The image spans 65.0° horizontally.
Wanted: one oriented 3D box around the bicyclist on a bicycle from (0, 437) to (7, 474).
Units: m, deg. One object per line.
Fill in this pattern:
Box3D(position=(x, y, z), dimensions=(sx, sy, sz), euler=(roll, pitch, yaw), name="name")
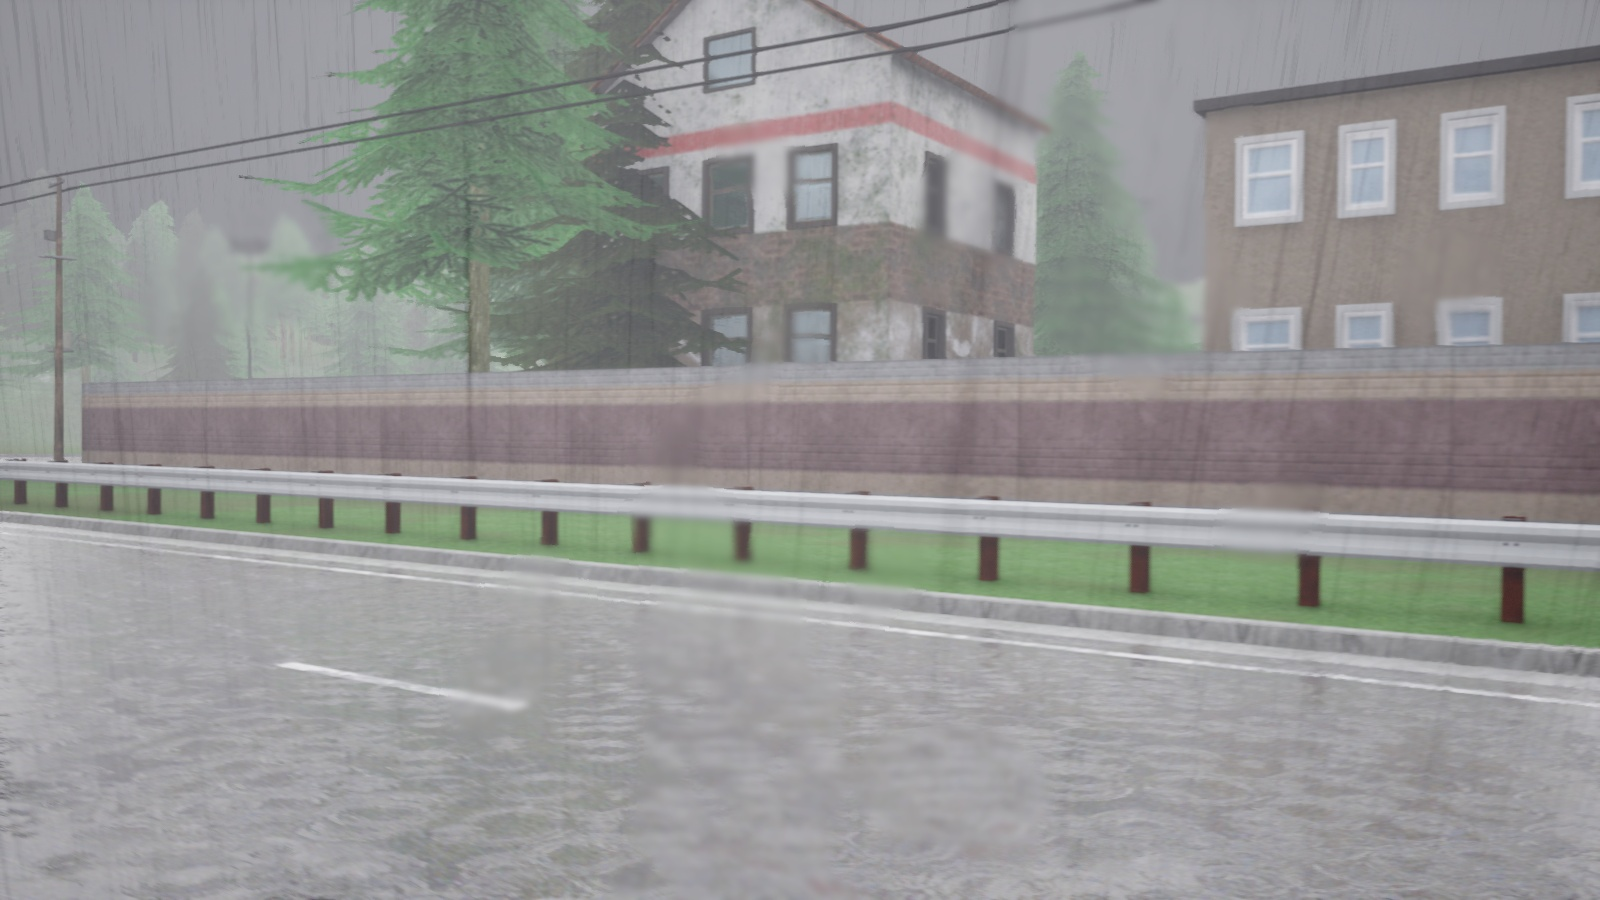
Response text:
Box3D(position=(-35.936, 0.239, 55.273), dimensions=(0.866, 1.612, 1.509), euler=(0, 1, 34), name="bicyclist on a bicycle")
